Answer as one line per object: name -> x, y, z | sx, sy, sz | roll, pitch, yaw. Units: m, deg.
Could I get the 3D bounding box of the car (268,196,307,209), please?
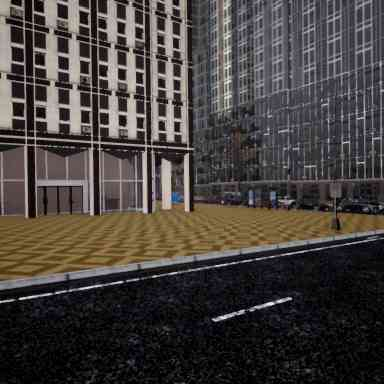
car -> 12.117, 1.290, 42.593 | 1.812, 1.442, 4.674 | -1, 1, -34

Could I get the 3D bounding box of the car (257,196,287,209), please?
car -> 9.721, 1.387, 41.324 | 1.802, 1.307, 4.206 | 0, 1, -34

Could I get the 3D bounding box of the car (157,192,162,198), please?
car -> -5.634, 0.614, 78.989 | 2.192, 1.841, 5.009 | 0, 1, -34

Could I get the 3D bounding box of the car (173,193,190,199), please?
car -> -2.437, 0.935, 74.293 | 1.802, 1.307, 4.206 | 0, 1, -34

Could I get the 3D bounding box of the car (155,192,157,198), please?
car -> -8.831, 0.686, 83.689 | 1.967, 1.590, 4.097 | 0, 1, -34

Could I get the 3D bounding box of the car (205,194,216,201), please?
car -> 3.957, 1.043, 64.894 | 1.802, 1.307, 4.206 | 0, 1, -34

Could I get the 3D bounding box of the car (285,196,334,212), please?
car -> 12.903, 1.423, 36.612 | 1.947, 1.339, 4.313 | 0, 1, -34

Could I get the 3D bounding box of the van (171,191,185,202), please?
van -> -2.973, 0.937, 60.179 | 1.690, 1.788, 3.998 | 0, 1, -34

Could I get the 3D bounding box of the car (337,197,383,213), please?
car -> 17.307, 1.340, 34.959 | 2.128, 1.511, 4.902 | -1, 1, -34

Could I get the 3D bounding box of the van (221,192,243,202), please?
van -> 7.152, 0.854, 60.191 | 1.690, 1.788, 3.998 | 0, 1, -34

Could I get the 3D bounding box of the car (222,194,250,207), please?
car -> 6.572, 1.319, 46.055 | 1.947, 1.339, 4.313 | 0, 1, -34

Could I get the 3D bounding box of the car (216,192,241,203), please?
car -> 6.298, 1.175, 51.154 | 1.837, 1.490, 4.892 | -1, 1, -34
